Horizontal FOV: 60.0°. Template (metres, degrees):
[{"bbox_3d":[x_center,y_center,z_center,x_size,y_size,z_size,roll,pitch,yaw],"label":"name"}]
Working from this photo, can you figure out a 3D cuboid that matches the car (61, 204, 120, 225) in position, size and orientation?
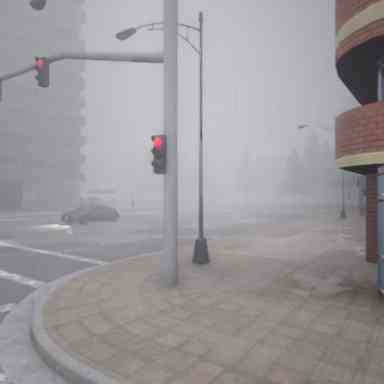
[{"bbox_3d":[-7.329,1.569,24.205,1.994,1.385,4.181,0,0,36],"label":"car"}]
